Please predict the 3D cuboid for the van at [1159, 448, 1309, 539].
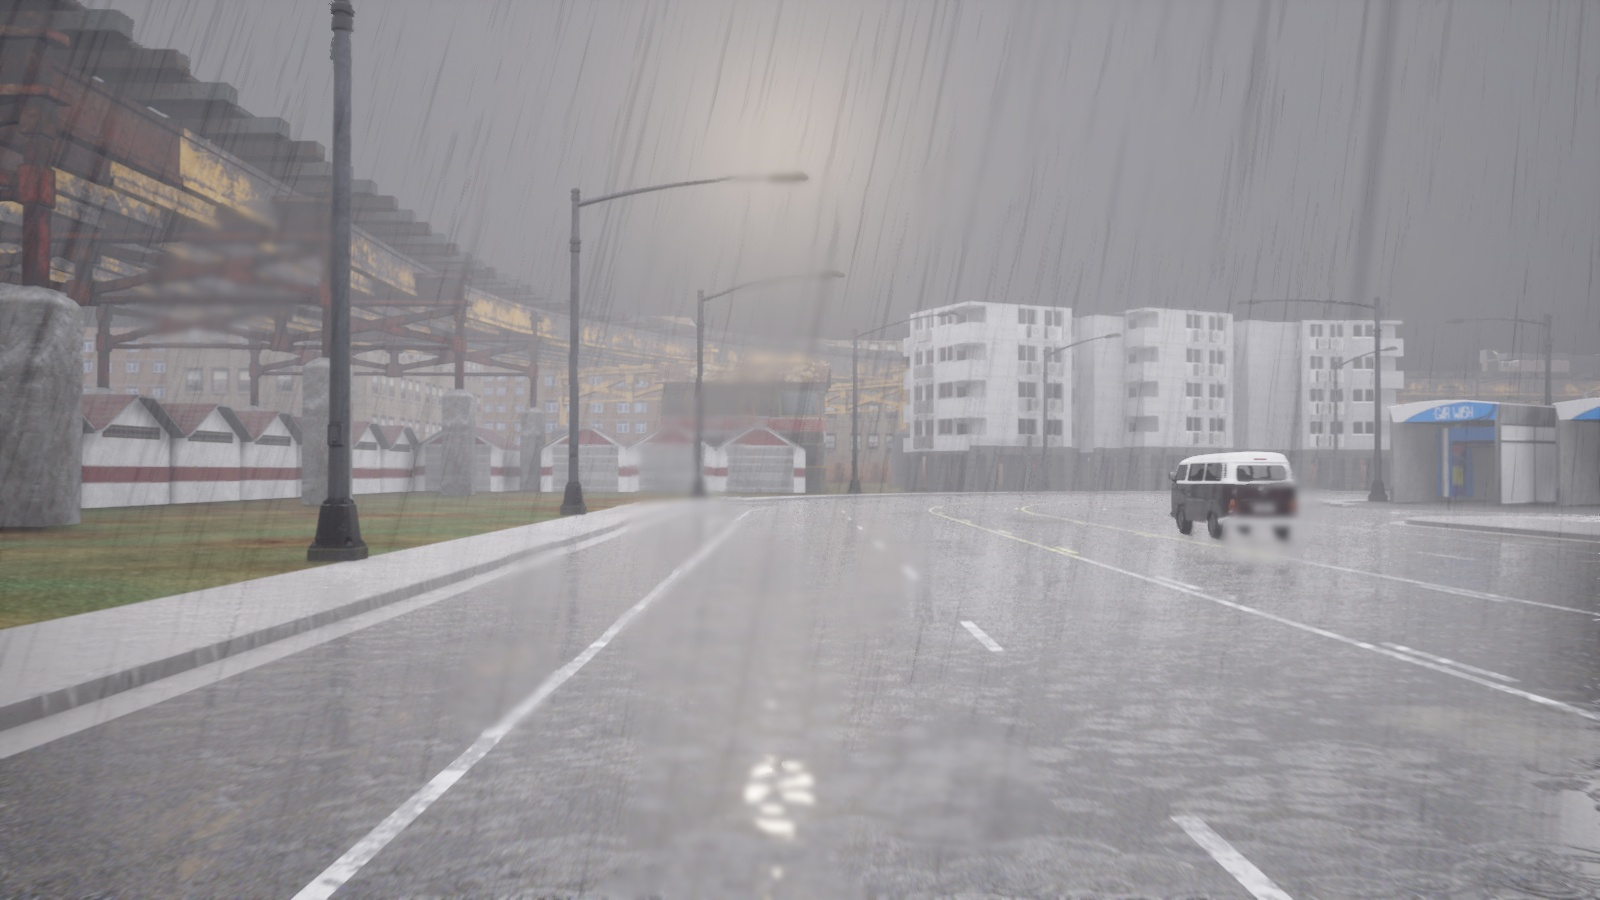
[{"bbox_3d":[10.425,1.007,30.527,2.069,2.038,4.480,0,-1,0],"label":"van"}]
